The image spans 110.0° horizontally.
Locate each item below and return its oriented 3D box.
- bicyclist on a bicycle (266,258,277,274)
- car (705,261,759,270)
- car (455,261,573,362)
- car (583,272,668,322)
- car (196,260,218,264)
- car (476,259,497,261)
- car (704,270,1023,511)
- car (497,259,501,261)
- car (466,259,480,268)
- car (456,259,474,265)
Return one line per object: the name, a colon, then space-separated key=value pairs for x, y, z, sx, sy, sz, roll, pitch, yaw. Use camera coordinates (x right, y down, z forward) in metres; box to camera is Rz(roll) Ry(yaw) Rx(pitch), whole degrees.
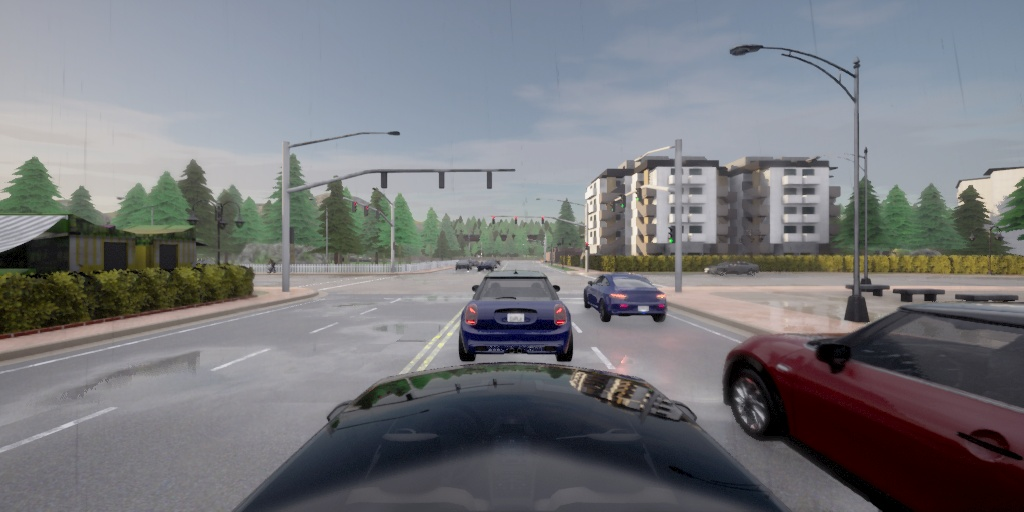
bicyclist on a bicycle: x=-25.594 y=1.052 z=38.175 sx=0.582 sy=1.620 sz=1.656 roll=0 pitch=0 yaw=-1
car: x=21.527 y=1.241 z=35.183 sx=4.902 sy=1.511 sz=2.128 roll=0 pitch=0 yaw=0
car: x=0.092 y=1.102 z=8.403 sx=2.097 sy=1.767 sz=4.553 roll=0 pitch=0 yaw=1
car: x=3.645 y=1.276 z=12.113 sx=1.812 sy=1.442 sz=4.674 roll=0 pitch=0 yaw=1
car: x=-23.205 y=1.102 z=27.238 sx=4.553 sy=1.767 sz=2.097 roll=0 pitch=0 yaw=-1
car: x=-3.344 y=1.351 z=46.545 sx=1.895 sy=1.301 sz=4.718 roll=0 pitch=0 yaw=0
car: x=3.602 y=1.102 z=2.500 sx=2.097 sy=1.767 sz=4.553 roll=0 pitch=0 yaw=0
car: x=-3.287 y=1.297 z=56.286 sx=2.033 sy=1.411 sz=5.357 roll=0 pitch=0 yaw=0
car: x=-6.745 y=1.313 z=61.845 sx=1.994 sy=1.385 sz=4.181 roll=0 pitch=0 yaw=-1
car: x=-6.802 y=1.228 z=50.920 sx=1.882 sy=1.535 sz=5.008 roll=0 pitch=0 yaw=0
